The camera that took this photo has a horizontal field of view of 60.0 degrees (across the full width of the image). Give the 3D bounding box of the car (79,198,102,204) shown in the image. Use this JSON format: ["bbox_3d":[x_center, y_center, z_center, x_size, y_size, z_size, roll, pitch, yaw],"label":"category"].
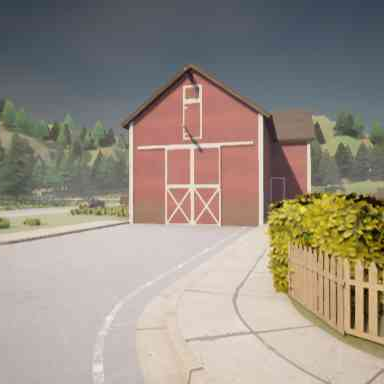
[{"bbox_3d":[-13.237,1.559,44.042,1.816,1.474,4.193,-6,-1,15],"label":"car"}]
